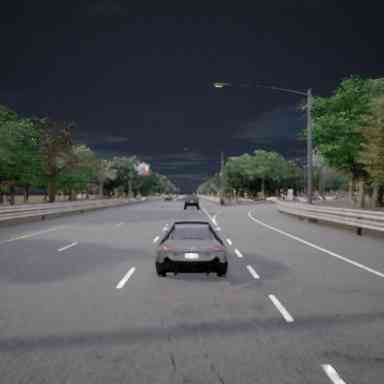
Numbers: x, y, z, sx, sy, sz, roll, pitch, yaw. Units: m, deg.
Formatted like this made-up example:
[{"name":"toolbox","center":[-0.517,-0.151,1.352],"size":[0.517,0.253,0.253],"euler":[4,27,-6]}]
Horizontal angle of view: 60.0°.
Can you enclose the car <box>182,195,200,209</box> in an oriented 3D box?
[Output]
[{"name":"car","center":[-0.029,1.462,49.351],"size":[2.150,2.045,5.566],"euler":[0,0,0]}]

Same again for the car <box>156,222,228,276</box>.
[{"name":"car","center":[-0.008,1.616,10.522],"size":[1.994,1.385,4.181],"euler":[0,0,0]}]

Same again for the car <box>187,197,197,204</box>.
[{"name":"car","center":[-0.045,1.918,74.489],"size":[2.033,1.411,5.357],"euler":[0,0,0]}]
